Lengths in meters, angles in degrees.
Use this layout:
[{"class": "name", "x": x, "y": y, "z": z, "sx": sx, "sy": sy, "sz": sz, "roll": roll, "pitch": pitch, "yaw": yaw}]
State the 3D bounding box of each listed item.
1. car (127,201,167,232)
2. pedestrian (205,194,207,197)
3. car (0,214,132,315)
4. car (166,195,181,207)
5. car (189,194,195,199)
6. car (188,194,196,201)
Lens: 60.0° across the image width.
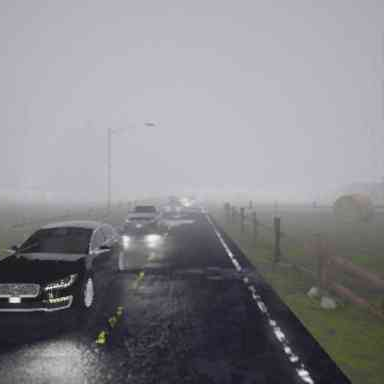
[{"class": "car", "x": -2.790, "y": 1.498, "z": 19.938, "sx": 1.812, "sy": 1.442, "sz": 4.674, "roll": 0, "pitch": 1, "yaw": 0}, {"class": "pedestrian", "x": 2.816, "y": 1.244, "z": 68.449, "sx": 0.375, "sy": 1.860, "sz": 0.375, "roll": -1, "pitch": 1, "yaw": 4}, {"class": "car", "x": -2.843, "y": 1.493, "z": 7.767, "sx": 1.837, "sy": 1.490, "sz": 4.892, "roll": 0, "pitch": 0, "yaw": 0}, {"class": "car", "x": -2.826, "y": 1.300, "z": 51.405, "sx": 2.097, "sy": 1.767, "sz": 4.553, "roll": 0, "pitch": 0, "yaw": 0}, {"class": "car", "x": -0.012, "y": 1.289, "z": 95.375, "sx": 1.882, "sy": 1.535, "sz": 5.008, "roll": 0, "pitch": 0, "yaw": 0}, {"class": "car", "x": -0.010, "y": 1.339, "z": 75.666, "sx": 2.033, "sy": 1.411, "sz": 5.357, "roll": 0, "pitch": 0, "yaw": 0}]
